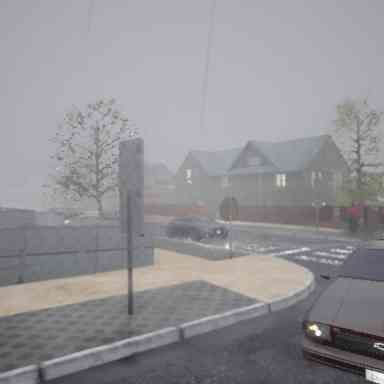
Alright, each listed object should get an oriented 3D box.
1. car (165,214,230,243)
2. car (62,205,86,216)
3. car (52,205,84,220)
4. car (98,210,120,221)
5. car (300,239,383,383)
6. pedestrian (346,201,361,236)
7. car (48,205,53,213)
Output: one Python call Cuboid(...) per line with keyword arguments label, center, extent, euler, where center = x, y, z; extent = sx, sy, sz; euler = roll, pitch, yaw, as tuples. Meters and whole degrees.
Cuboid(label="car", center=(0.223, 1.954, 18.832), extent=(1.994, 1.385, 4.181), euler=(-1, -1, -35))
Cuboid(label="car", center=(-17.182, 2.642, 48.244), extent=(1.882, 1.535, 5.008), euler=(-1, -1, -35))
Cuboid(label="car", center=(-14.984, 2.514, 40.151), extent=(1.837, 1.490, 4.892), euler=(-1, -1, -36))
Cuboid(label="car", center=(-6.451, 2.225, 28.168), extent=(1.994, 1.385, 4.181), euler=(-1, -1, -35))
Cuboid(label="car", center=(3.507, 1.580, 5.646), extent=(2.033, 1.411, 5.357), euler=(1, 0, 35))
Cuboid(label="pedestrian", center=(8.427, 1.330, 17.422), extent=(0.375, 1.860, 0.375), euler=(-2, 1, -36))
Cuboid(label="car", center=(-23.167, 2.886, 56.616), extent=(1.882, 1.535, 5.008), euler=(-1, -1, -36))
